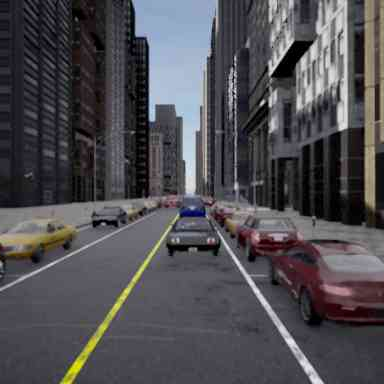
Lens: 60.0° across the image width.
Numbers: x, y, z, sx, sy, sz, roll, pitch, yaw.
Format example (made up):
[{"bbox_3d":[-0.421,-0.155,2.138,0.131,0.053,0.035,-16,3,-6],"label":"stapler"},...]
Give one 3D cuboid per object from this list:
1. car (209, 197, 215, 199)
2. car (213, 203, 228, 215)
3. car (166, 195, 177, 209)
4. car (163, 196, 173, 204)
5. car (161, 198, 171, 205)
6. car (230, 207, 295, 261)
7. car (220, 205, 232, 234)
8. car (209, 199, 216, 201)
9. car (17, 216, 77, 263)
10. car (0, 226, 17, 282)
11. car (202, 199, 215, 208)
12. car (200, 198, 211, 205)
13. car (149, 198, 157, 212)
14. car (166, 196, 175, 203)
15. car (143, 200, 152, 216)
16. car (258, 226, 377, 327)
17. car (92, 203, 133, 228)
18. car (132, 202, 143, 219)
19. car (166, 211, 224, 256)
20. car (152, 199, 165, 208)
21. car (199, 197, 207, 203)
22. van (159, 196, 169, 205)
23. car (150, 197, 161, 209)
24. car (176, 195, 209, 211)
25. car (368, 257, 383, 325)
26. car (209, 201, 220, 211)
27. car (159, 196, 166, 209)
[{"bbox_3d":[2.750,1.664,52.024,2.192,1.841,5.009,0,0,0],"label":"car"},{"bbox_3d":[2.756,1.700,23.820,1.887,1.381,4.507,0,0,0],"label":"car"},{"bbox_3d":[-3.088,1.572,52.285,2.150,2.045,5.566,0,0,0],"label":"car"},{"bbox_3d":[-5.780,1.872,80.218,2.192,1.841,5.009,0,0,0],"label":"car"},{"bbox_3d":[-5.778,2.065,74.576,2.008,1.369,4.403,0,0,0],"label":"car"},{"bbox_3d":[2.758,1.521,12.540,1.967,1.590,4.097,0,0,0],"label":"car"},{"bbox_3d":[2.757,1.644,18.350,1.752,1.417,4.829,0,0,0],"label":"car"},{"bbox_3d":[2.754,1.758,35.272,1.752,1.417,4.829,0,0,0],"label":"car"},{"bbox_3d":[-5.767,1.605,12.360,1.752,1.417,4.829,0,0,0],"label":"car"},{"bbox_3d":[-5.766,1.484,6.890,1.967,1.590,4.097,0,0,0],"label":"car"},{"bbox_3d":[2.750,1.940,57.662,2.008,1.369,4.403,0,0,0],"label":"car"},{"bbox_3d":[2.748,2.023,68.943,2.008,1.369,4.403,0,0,0],"label":"car"},{"bbox_3d":[-5.772,1.794,40.563,1.752,1.417,4.829,0,0,0],"label":"car"},{"bbox_3d":[-5.782,1.960,91.499,2.192,1.841,5.009,0,0,0],"label":"car"},{"bbox_3d":[-5.771,1.797,35.092,1.947,1.339,4.313,0,0,0],"label":"car"},{"bbox_3d":[2.759,1.627,6.899,1.802,1.307,4.206,0,0,0],"label":"car"},{"bbox_3d":[-5.769,1.720,23.811,1.947,1.339,4.313,0,0,0],"label":"car"},{"bbox_3d":[-5.770,1.716,29.281,1.752,1.417,4.829,0,0,0],"label":"car"},{"bbox_3d":[0.062,1.688,13.537,1.895,1.301,4.718,0,0,0],"label":"car"},{"bbox_3d":[-5.775,1.913,57.485,1.752,1.417,4.829,0,0,0],"label":"car"},{"bbox_3d":[2.745,2.041,85.864,1.967,1.590,4.097,0,0,0],"label":"car"},{"bbox_3d":[-5.778,1.813,68.937,1.690,1.788,3.998,0,0,0],"label":"van"},{"bbox_3d":[-5.773,1.833,46.203,1.752,1.417,4.829,0,0,0],"label":"car"},{"bbox_3d":[0.059,1.412,28.780,2.150,2.045,5.566,0,0,0],"label":"car"},{"bbox_3d":[2.760,1.449,1.260,1.967,1.590,4.097,0,0,0],"label":"car"},{"bbox_3d":[2.755,1.737,29.461,1.887,1.381,4.507,0,0,0],"label":"car"},{"bbox_3d":[-5.775,1.663,52.015,2.192,1.841,5.009,0,0,0],"label":"car"}]
